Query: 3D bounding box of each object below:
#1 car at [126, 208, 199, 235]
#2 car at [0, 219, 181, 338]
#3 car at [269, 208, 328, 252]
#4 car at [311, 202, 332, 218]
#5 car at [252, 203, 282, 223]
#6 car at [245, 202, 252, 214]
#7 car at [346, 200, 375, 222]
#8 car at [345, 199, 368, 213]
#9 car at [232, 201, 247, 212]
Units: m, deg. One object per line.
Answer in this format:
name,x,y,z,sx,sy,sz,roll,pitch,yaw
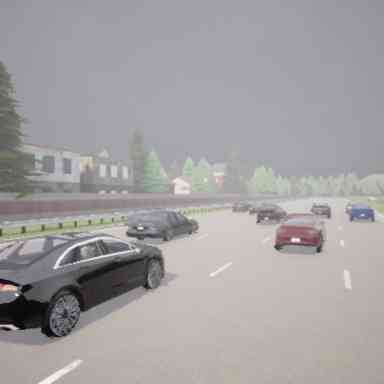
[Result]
car,-1.413,1.768,17.884,2.033,1.411,5.357,-1,-1,23
car,-2.307,1.588,6.964,2.128,1.511,4.902,-1,-1,23
car,4.844,1.676,14.718,1.812,1.442,4.674,-1,-1,23
car,13.450,1.834,34.703,2.128,1.511,4.902,-1,-1,23
car,6.664,1.801,27.792,1.837,1.490,4.892,-1,0,23
car,8.294,2.037,40.420,1.895,1.301,4.718,-1,-1,23
car,14.929,1.750,29.434,1.882,1.535,5.008,-1,-1,24
car,19.228,1.861,39.498,2.128,1.511,4.902,-1,-1,24
car,7.033,2.004,46.345,2.128,1.511,4.902,-1,-1,23
